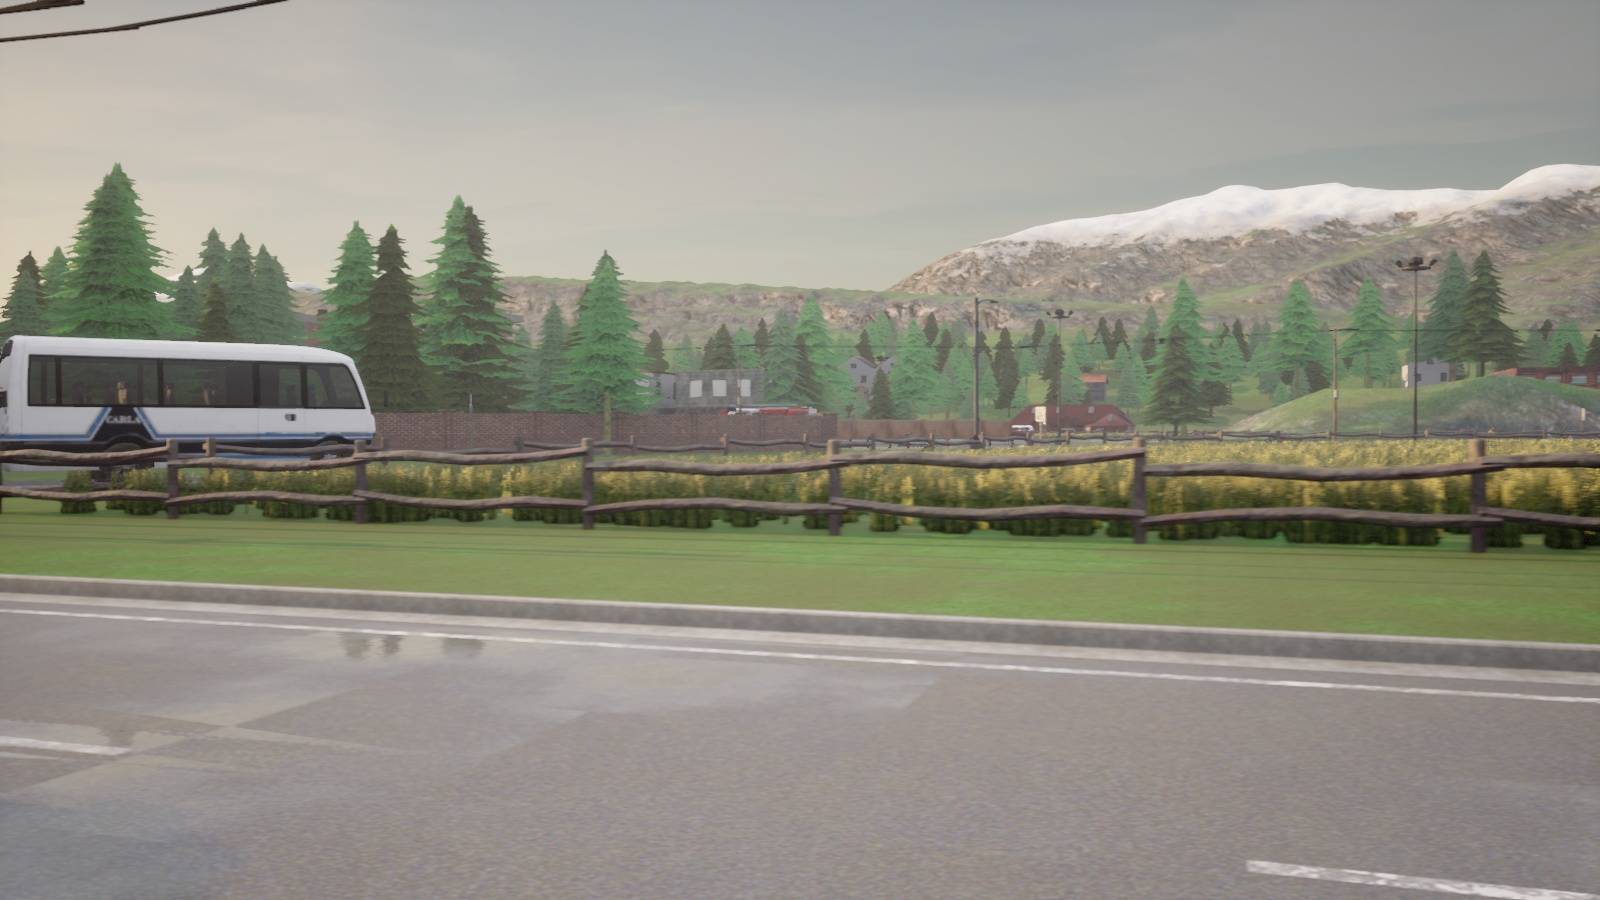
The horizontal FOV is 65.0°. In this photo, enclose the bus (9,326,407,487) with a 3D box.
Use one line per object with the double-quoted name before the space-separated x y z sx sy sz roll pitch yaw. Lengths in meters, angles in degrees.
"bus" -17.631 -1.224 37.931 10.273 4.253 3.944 0 1 -38
